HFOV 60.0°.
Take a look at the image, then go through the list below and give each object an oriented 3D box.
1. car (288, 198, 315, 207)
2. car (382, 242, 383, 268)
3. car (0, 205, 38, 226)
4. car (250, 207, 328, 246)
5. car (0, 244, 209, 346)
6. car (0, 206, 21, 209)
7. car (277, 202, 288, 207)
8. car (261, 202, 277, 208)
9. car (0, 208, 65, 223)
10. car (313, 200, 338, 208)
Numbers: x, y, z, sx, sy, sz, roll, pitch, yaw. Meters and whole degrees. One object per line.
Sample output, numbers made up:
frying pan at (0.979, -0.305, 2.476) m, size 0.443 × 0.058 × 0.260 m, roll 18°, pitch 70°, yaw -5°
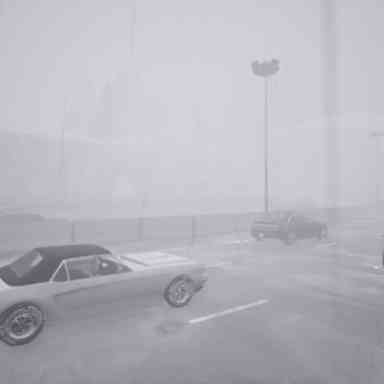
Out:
car at (16.768, 1.893, 49.513) m, size 2.150 × 2.045 × 5.566 m, roll -1°, pitch -1°, yaw 38°
car at (7.171, 1.340, 9.019) m, size 5.566 × 2.045 × 2.150 m, roll 0°, pitch 0°, yaw -40°
car at (-15.596, 1.920, 27.357) m, size 4.902 × 1.511 × 2.128 m, roll 0°, pitch -1°, yaw -37°
car at (4.950, 1.721, 16.515) m, size 4.902 × 1.511 × 2.128 m, roll 1°, pitch -1°, yaw -41°
car at (-1.978, 1.702, 6.539) m, size 4.718 × 1.301 × 1.895 m, roll 0°, pitch -1°, yaw -36°
car at (-13.727, 1.859, 24.380) m, size 5.008 × 1.535 × 1.882 m, roll 1°, pitch -1°, yaw -37°
car at (16.134, 2.313, 54.625) m, size 1.994 × 1.385 × 4.181 m, roll -1°, pitch -1°, yaw 36°
car at (13.518, 2.389, 56.896) m, size 1.895 × 1.301 × 4.718 m, roll -1°, pitch -1°, yaw 36°
car at (-9.823, 1.837, 18.523) m, size 5.357 × 1.411 × 2.033 m, roll 0°, pitch -1°, yaw -36°
car at (19.190, 2.112, 46.988) m, size 1.882 × 1.535 × 5.008 m, roll -1°, pitch -1°, yaw 38°
